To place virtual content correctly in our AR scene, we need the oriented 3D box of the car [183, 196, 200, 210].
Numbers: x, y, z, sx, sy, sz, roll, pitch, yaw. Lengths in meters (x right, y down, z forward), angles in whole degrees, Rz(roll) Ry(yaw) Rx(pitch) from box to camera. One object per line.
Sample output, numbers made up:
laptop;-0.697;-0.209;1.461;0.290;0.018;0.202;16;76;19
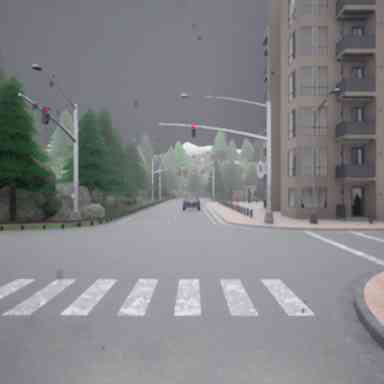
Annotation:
car;-0.038;1.316;41.933;2.097;1.767;4.553;0;0;0
